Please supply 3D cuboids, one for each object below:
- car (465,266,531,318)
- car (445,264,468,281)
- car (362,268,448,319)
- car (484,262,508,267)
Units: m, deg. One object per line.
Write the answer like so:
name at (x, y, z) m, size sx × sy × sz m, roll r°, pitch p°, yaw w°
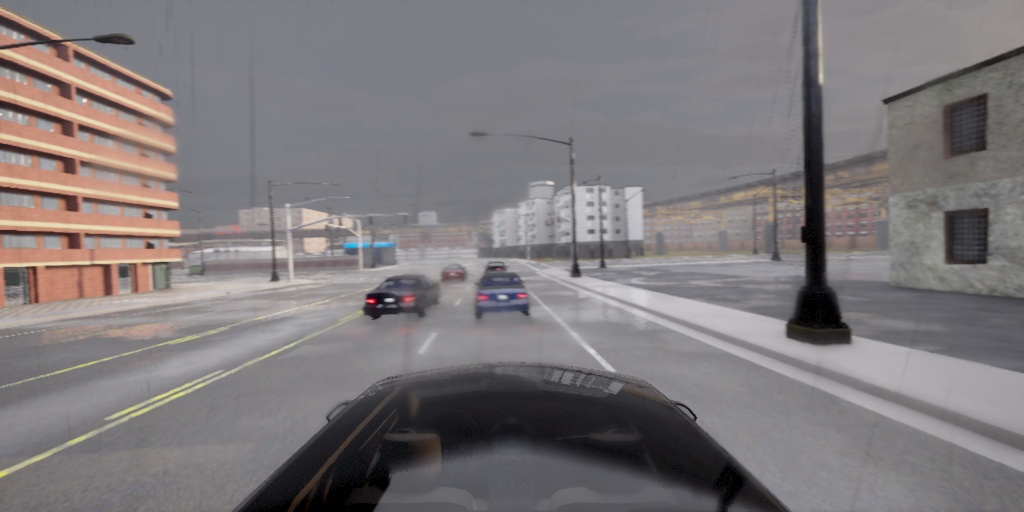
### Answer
car at (-0.401, 1.282, 13.178) m, size 2.033 × 1.411 × 5.357 m, roll -2°, pitch 0°, yaw -3°
car at (-4.840, 1.388, 30.468) m, size 1.994 × 1.385 × 4.181 m, roll -2°, pitch 0°, yaw -3°
car at (-3.926, 1.413, 13.599) m, size 2.033 × 1.411 × 5.357 m, roll -2°, pitch 0°, yaw -3°
car at (-1.339, 1.201, 30.408) m, size 1.837 × 1.490 × 4.892 m, roll -2°, pitch 0°, yaw -3°
